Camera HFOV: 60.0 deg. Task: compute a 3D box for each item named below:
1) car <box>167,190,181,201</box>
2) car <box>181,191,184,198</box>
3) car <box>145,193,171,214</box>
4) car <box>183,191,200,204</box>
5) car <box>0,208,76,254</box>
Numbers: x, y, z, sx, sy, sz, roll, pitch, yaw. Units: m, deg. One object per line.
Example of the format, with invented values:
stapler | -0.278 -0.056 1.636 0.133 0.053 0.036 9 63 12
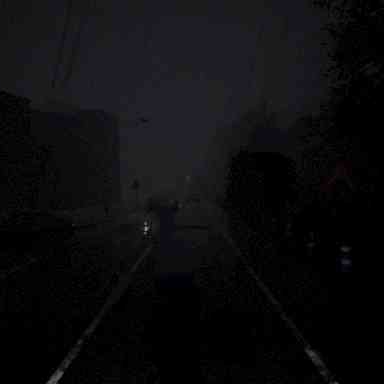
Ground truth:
car | -3.383 0.635 57.290 2.150 2.045 5.566 0 1 -2
car | -0.336 0.860 60.586 1.994 1.385 4.181 -1 2 -6
car | -3.325 1.152 31.859 1.882 1.535 5.008 0 0 0
car | 0.077 0.865 51.090 2.097 1.767 4.553 0 1 -1
car | -5.983 1.282 10.911 1.812 1.442 4.674 5 2 28
